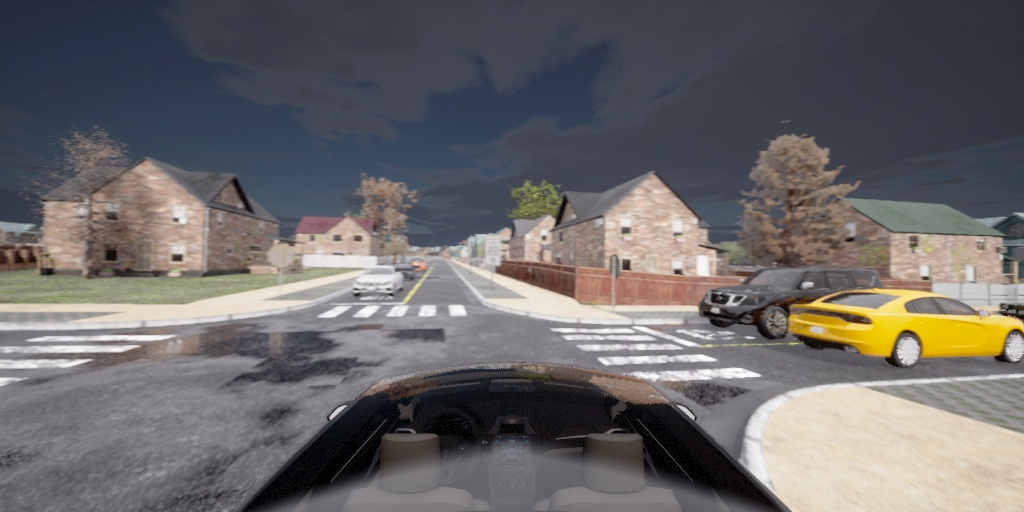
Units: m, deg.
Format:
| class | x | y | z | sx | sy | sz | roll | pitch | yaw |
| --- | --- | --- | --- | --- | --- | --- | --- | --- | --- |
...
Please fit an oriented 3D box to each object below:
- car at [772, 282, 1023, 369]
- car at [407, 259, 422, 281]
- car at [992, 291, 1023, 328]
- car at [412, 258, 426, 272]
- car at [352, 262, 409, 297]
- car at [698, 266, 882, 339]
| class | x | y | z | sx | sy | sz | roll | pitch | yaw |
| --- | --- | --- | --- | --- | --- | --- | --- | --- | --- |
| car | 8.996 | 1.517 | 8.245 | 5.008 | 1.535 | 1.882 | 2 | -2 | -12 |
| car | -8.852 | 1.228 | 29.491 | 2.033 | 1.411 | 5.357 | 1 | 0 | -11 |
| car | 21.469 | 2.089 | 13.702 | 4.718 | 1.301 | 1.895 | 2 | -2 | -12 |
| car | -11.760 | 1.025 | 44.439 | 2.097 | 1.767 | 4.553 | 1 | 0 | -11 |
| car | -6.765 | 1.210 | 18.609 | 1.812 | 1.442 | 4.674 | 1 | 0 | -9 |
| car | 8.696 | 1.329 | 11.101 | 5.566 | 2.045 | 2.150 | 2 | -2 | -12 |
